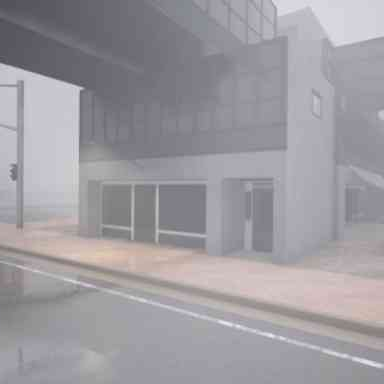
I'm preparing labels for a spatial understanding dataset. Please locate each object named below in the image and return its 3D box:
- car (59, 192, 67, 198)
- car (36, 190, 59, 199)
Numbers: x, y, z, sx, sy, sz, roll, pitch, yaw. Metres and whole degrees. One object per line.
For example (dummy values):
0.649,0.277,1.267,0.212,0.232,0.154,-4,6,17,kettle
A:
-28.885,0.642,71.749,3.905,1.438,1.784,1,0,35,car
-30.610,0.431,69.421,4.605,1.855,1.932,1,0,35,car
